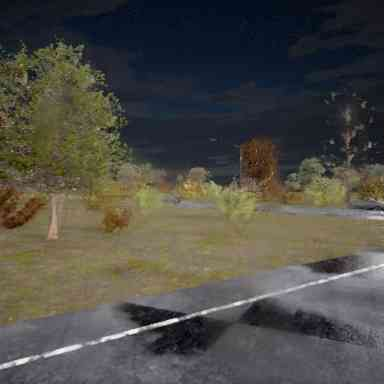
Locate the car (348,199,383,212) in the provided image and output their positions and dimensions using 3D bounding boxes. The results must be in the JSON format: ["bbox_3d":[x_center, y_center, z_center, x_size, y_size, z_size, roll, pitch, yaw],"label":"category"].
[{"bbox_3d":[19.378,1.452,36.460,1.994,1.385,4.181,0,0,-37],"label":"car"}]

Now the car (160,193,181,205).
[{"bbox_3d":[-3.734,1.277,55.337,1.837,1.490,4.892,0,0,-37],"label":"car"}]

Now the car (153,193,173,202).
[{"bbox_3d":[-6.044,1.032,69.943,2.097,1.767,4.553,0,0,-37],"label":"car"}]
